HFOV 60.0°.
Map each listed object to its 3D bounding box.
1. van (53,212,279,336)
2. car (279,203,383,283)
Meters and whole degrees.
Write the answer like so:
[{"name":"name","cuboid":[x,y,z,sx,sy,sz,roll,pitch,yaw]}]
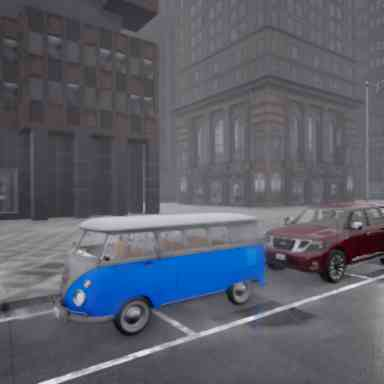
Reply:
[{"name":"van","cuboid":[-0.387,1.321,6.372,3.998,1.788,1.690,0,0,-36]},{"name":"car","cuboid":[4.234,1.261,9.670,5.009,1.841,2.192,0,0,-36]}]
